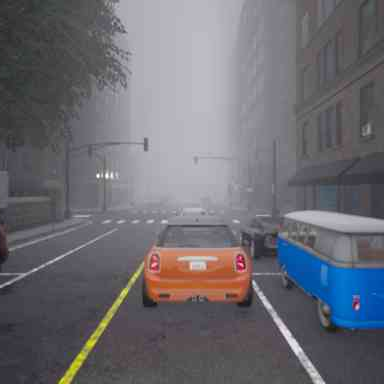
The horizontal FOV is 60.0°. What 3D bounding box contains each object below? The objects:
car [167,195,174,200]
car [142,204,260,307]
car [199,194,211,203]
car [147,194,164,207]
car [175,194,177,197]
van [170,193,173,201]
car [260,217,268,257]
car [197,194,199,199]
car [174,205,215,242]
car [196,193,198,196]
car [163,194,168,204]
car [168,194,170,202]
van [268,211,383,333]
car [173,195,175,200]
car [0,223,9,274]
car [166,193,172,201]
[{"bbox_3d":[-5.671,1.422,88.193,1.752,1.417,4.829,0,0,0],"label":"car"},{"bbox_3d":[0.102,1.343,8.113,2.097,1.767,4.553,0,0,0],"label":"car"},{"bbox_3d":[2.854,1.349,66.596,1.967,1.590,4.097,0,0,0],"label":"car"},{"bbox_3d":[-5.670,1.452,50.038,1.752,1.417,4.829,0,0,0],"label":"car"},{"bbox_3d":[-5.672,1.213,82.912,2.192,1.841,5.009,0,0,0],"label":"car"},{"bbox_3d":[-5.671,1.246,72.011,1.690,1.788,3.998,0,0,0],"label":"van"},{"bbox_3d":[2.856,1.552,12.220,1.947,1.339,4.313,0,0,0],"label":"car"},{"bbox_3d":[2.854,1.452,77.493,2.008,1.369,4.403,0,0,0],"label":"car"},{"bbox_3d":[0.101,1.505,17.114,1.812,1.442,4.674,0,0,0],"label":"car"},{"bbox_3d":[2.853,1.420,94.008,1.752,1.417,4.829,0,0,0],"label":"car"},{"bbox_3d":[-5.670,1.470,55.658,2.008,1.369,4.403,0,0,0],"label":"car"},{"bbox_3d":[-5.671,1.458,61.109,1.887,1.381,4.507,0,0,0],"label":"car"},{"bbox_3d":[2.856,1.334,6.559,1.690,1.788,3.998,0,0,0],"label":"van"},{"bbox_3d":[-5.671,1.452,77.462,2.008,1.369,4.403,0,0,0],"label":"car"},{"bbox_3d":[-5.669,1.308,6.519,2.192,1.841,5.009,0,0,0],"label":"car"},{"bbox_3d":[-5.671,1.453,66.560,1.887,1.381,4.507,0,0,0],"label":"car"}]
